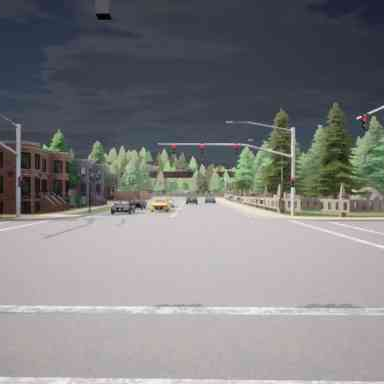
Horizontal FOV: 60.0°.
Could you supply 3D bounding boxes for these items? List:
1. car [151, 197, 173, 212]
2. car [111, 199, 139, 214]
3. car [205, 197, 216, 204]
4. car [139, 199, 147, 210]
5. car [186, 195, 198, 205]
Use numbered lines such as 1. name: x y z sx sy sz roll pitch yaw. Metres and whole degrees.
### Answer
1. car: -3.619 1.477 38.737 1.882 1.535 5.008 0 0 0
2. car: -7.120 1.564 34.763 1.994 1.385 4.181 0 0 0
3. car: 3.559 1.563 65.109 1.994 1.385 4.181 0 0 0
4. car: -7.114 1.600 43.515 1.895 1.301 4.718 0 0 0
5. car: -0.039 1.351 60.130 2.097 1.767 4.553 0 0 0
